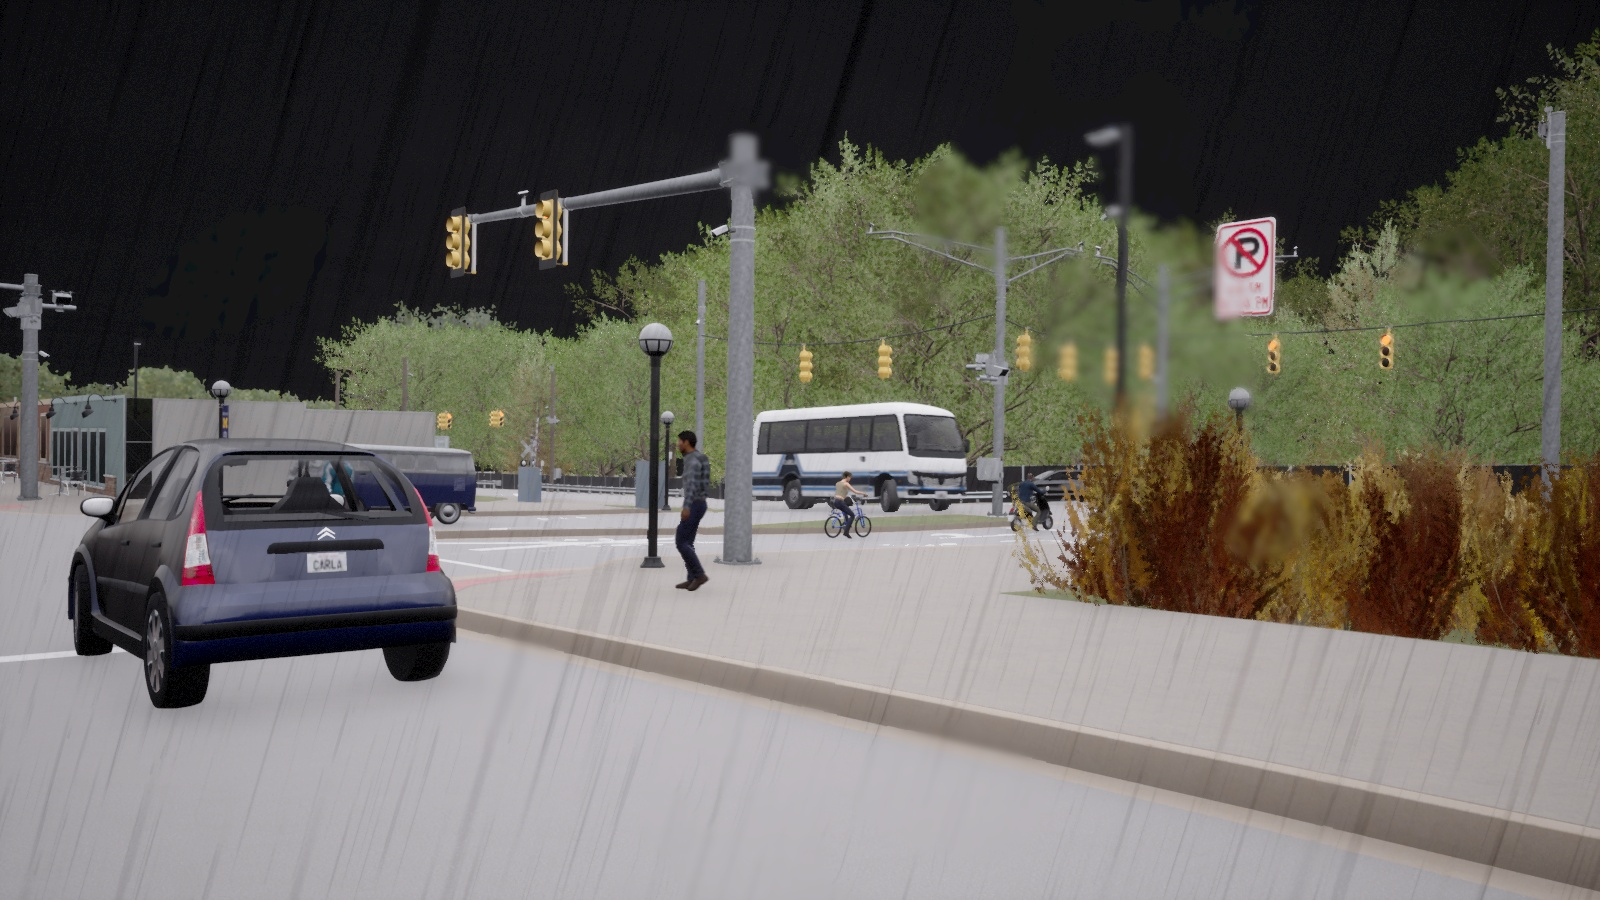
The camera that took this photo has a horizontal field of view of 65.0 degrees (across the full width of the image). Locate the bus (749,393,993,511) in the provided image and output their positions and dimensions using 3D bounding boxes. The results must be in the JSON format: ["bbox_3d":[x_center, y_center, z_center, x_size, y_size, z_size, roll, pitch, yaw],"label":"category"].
[{"bbox_3d":[2.583,0.265,50.555,3.944,4.253,10.273,1,-3,-39],"label":"bus"}]

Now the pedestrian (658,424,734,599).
[{"bbox_3d":[-1.172,0.683,14.200,0.788,1.949,0.423,0,1,5],"label":"pedestrian"}]

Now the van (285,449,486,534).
[{"bbox_3d":[-10.428,1.056,31.788,4.442,1.987,1.775,2,-2,-41],"label":"van"}]

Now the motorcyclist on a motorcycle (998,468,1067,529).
[{"bbox_3d":[6.380,1.320,34.445,1.817,1.590,0.866,-1,0,-39],"label":"motorcyclist on a motorcycle"}]

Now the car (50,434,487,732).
[{"bbox_3d":[-3.969,0.761,8.959,1.851,1.617,3.988,-1,-1,-38],"label":"car"}]

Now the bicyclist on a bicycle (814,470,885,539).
[{"bbox_3d":[1.195,1.293,30.288,1.509,1.612,0.866,1,-1,-39],"label":"bicyclist on a bicycle"}]

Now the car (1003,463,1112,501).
[{"bbox_3d":[11.080,1.371,54.204,4.193,1.474,1.816,-2,0,-7],"label":"car"}]
